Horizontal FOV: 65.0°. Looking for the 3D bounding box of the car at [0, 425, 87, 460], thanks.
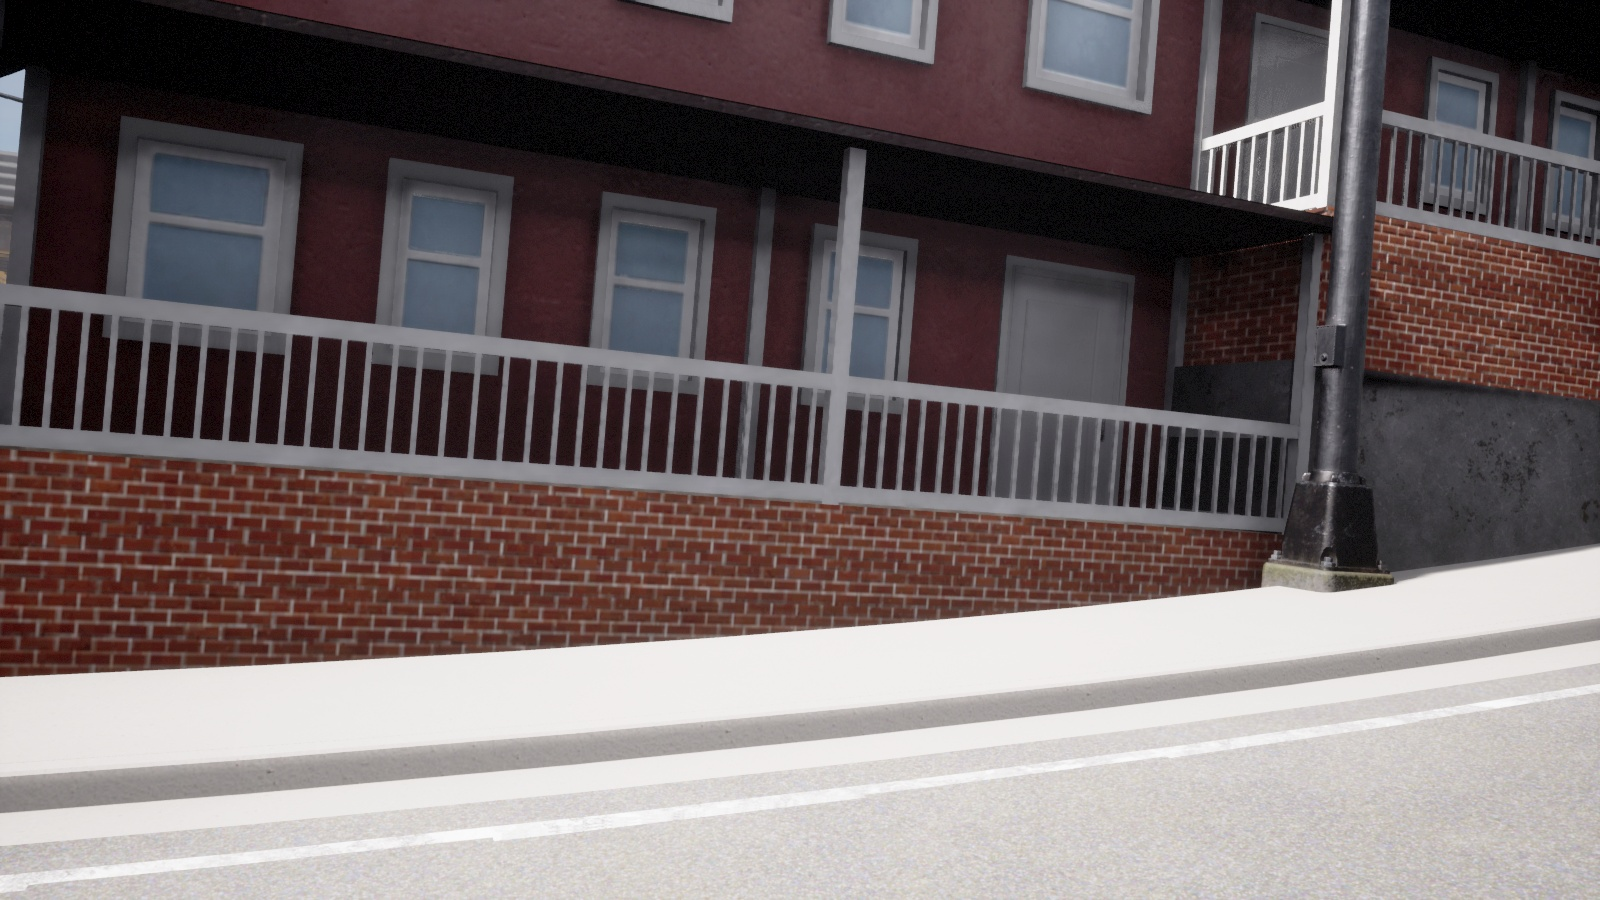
[{"bbox_3d":[-36.924,-0.379,59.997,4.674,1.442,1.812,4,-1,-21],"label":"car"}]
